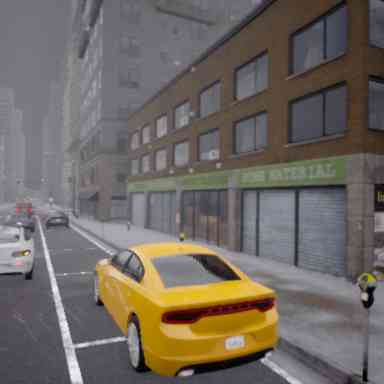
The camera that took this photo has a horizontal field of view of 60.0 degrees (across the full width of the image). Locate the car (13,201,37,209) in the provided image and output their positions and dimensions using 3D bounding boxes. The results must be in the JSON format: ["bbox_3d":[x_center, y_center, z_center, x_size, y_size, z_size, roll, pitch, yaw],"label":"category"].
[{"bbox_3d":[-19.949,2.240,39.616,2.150,2.045,5.566,2,-2,-25],"label":"car"}]

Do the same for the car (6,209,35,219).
[{"bbox_3d":[-12.708,2.193,24.615,1.994,1.385,4.181,2,-2,-25],"label":"car"}]

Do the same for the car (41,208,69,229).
[{"bbox_3d":[-11.403,2.320,28.042,1.947,1.339,4.313,1,-2,-25],"label":"car"}]

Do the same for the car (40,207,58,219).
[{"bbox_3d":[-18.498,2.687,42.951,1.887,1.381,4.507,1,-2,-25],"label":"car"}]

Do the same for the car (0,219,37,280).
[{"bbox_3d":[-5.942,1.788,10.373,1.812,1.442,4.674,2,-2,-26],"label":"car"}]

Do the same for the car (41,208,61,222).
[{"bbox_3d":[-16.133,2.557,37.981,1.887,1.381,4.507,1,-2,-25],"label":"car"}]

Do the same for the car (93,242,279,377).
[{"bbox_3d":[-0.556,1.673,6.154,1.882,1.535,5.008,2,-2,-25],"label":"car"}]
